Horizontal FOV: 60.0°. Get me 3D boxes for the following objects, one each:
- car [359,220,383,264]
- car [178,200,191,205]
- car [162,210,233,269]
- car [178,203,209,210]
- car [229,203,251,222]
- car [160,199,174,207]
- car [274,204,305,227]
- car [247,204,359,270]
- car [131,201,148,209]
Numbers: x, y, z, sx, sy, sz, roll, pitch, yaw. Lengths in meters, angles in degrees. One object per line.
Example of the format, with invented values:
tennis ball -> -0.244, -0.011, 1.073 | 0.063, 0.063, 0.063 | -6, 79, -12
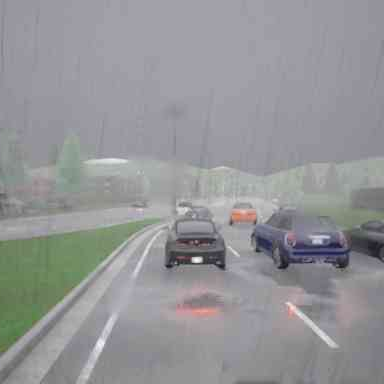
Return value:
car -> 7.033, 1.686, 11.997 | 1.994, 1.385, 4.181 | 0, -1, -2
car -> -1.338, 2.276, 63.614 | 1.895, 1.301, 4.718 | 0, -1, 10
car -> 0.041, 1.631, 11.613 | 1.837, 1.490, 4.892 | 0, 0, -2
car -> 0.563, 1.830, 26.630 | 2.033, 1.411, 5.357 | 0, -1, 9
car -> 4.180, 1.634, 27.013 | 2.097, 1.767, 4.553 | 0, -1, 9
car -> -4.835, 2.175, 63.953 | 2.128, 1.511, 4.902 | 0, -1, 10
car -> 7.656, 1.782, 26.589 | 1.837, 1.490, 4.892 | 0, 0, 9
car -> 3.541, 1.473, 11.727 | 2.097, 1.767, 4.553 | 0, -1, -2
car -> -9.304, 2.197, 58.795 | 1.994, 1.385, 4.181 | 0, -1, 10
